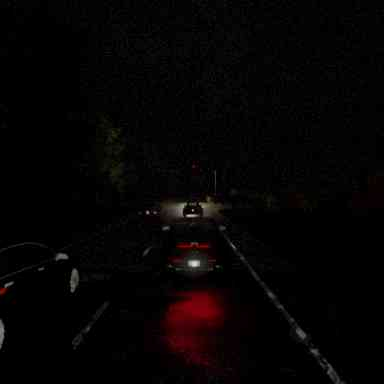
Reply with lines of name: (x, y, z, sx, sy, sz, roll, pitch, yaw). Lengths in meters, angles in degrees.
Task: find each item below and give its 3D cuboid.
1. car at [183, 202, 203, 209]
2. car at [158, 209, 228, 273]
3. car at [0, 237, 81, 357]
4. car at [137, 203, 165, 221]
car: (0.089, 1.703, 33.431, 1.994, 1.385, 4.181, 0, 0, 0)
car: (0.072, 1.554, 10.847, 1.837, 1.490, 4.892, 0, 0, 0)
car: (-3.456, 1.532, 5.691, 1.837, 1.490, 4.892, 0, 0, 0)
car: (-3.411, 1.665, 28.134, 2.033, 1.411, 5.357, 0, 0, 0)
